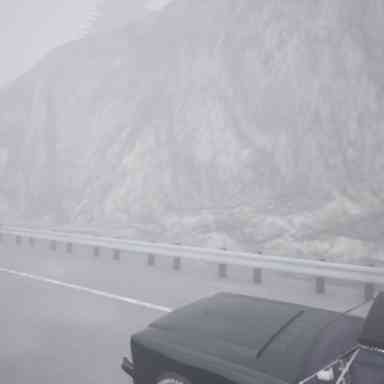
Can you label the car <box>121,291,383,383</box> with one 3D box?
[{"bbox_3d":[1.637,1.593,2.735,4.718,1.301,1.895,0,0,35],"label":"car"}]
